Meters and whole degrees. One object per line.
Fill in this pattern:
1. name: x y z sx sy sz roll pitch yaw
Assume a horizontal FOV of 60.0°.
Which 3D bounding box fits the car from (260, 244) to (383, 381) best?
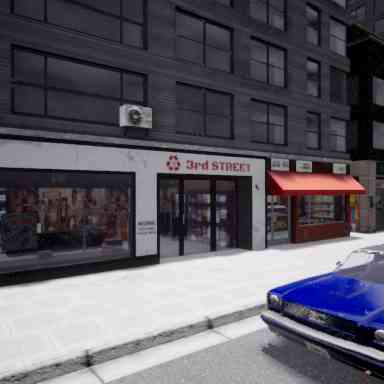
1. car: 3.308 1.599 5.321 4.718 1.301 1.895 0 0 -36
